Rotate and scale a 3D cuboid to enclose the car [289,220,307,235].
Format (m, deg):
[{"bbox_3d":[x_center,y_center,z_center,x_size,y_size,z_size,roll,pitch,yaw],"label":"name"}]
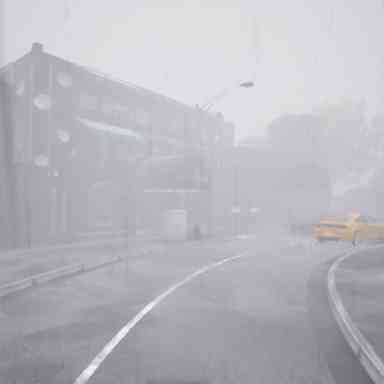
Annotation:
[{"bbox_3d":[8.863,2.067,21.368,5.357,1.411,2.033,0,-2,-26],"label":"car"}]

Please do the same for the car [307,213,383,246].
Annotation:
[{"bbox_3d":[8.416,1.866,17.364,5.008,1.535,1.882,1,-3,-38],"label":"car"}]
